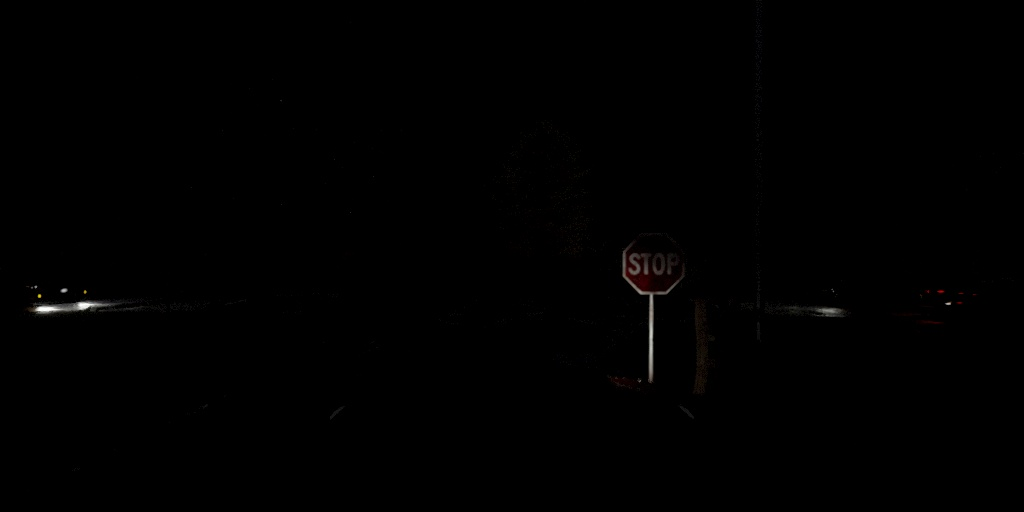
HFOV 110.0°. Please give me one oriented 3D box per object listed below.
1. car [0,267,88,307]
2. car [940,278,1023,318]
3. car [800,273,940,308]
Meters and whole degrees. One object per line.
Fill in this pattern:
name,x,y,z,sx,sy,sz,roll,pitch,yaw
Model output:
car,-19.584,1.147,14.073,4.181,1.385,1.994,1,1,0
car,19.617,1.642,14.093,4.892,1.490,1.837,1,1,1
car,16.589,1.542,17.036,5.008,1.535,1.882,1,1,0
